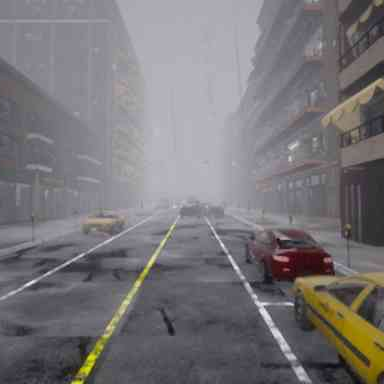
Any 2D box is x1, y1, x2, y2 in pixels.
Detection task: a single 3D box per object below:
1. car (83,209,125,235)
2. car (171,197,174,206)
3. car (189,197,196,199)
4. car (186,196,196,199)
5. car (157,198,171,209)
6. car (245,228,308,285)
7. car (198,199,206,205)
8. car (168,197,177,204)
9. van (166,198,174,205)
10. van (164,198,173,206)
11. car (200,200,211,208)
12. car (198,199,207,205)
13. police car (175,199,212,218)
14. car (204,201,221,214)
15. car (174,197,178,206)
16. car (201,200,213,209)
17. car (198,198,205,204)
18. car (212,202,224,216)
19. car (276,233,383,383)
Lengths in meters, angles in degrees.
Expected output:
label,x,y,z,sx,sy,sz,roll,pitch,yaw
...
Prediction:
label,x,y,z,sx,sy,sz,roll,pitch,yaw
car,-5.295,1.732,20.419,1.752,1.417,4.829,2,-1,0
car,-5.296,2.048,64.828,2.192,1.841,5.009,2,-1,0
car,0.820,2.001,49.973,1.801,1.575,5.366,0,-1,0
car,-0.007,1.899,69.527,2.150,2.045,5.566,0,-1,0
car,-5.301,2.186,59.124,1.752,1.417,4.829,2,-1,0
car,2.584,1.676,9.462,1.802,1.307,4.206,1,-1,0
car,2.575,2.575,86.883,1.887,1.381,4.507,1,-1,0
car,-5.301,2.425,92.477,2.192,1.841,5.009,1,-1,0
van,-5.300,2.295,81.417,1.690,1.788,3.998,1,-1,0
van,-5.298,2.218,75.885,1.690,1.788,3.998,2,-1,0
car,2.577,2.282,64.763,2.008,1.369,4.403,1,-1,0
car,2.576,2.497,81.353,1.887,1.381,4.507,1,-1,0
police car,0.273,1.788,34.163,1.930,1.638,5.238,0,-1,15
car,2.581,1.984,42.813,1.752,1.417,4.829,1,-1,0
car,-2.757,2.288,71.066,1.882,1.535,5.008,0,-1,0
car,2.578,2.206,59.231,1.887,1.381,4.507,1,-1,0
car,2.584,2.549,92.415,1.967,1.590,4.097,1,-1,0
car,2.581,1.937,37.111,1.887,1.381,4.507,1,-1,0
car,2.587,1.566,4.104,1.752,1.417,4.829,2,-1,0
